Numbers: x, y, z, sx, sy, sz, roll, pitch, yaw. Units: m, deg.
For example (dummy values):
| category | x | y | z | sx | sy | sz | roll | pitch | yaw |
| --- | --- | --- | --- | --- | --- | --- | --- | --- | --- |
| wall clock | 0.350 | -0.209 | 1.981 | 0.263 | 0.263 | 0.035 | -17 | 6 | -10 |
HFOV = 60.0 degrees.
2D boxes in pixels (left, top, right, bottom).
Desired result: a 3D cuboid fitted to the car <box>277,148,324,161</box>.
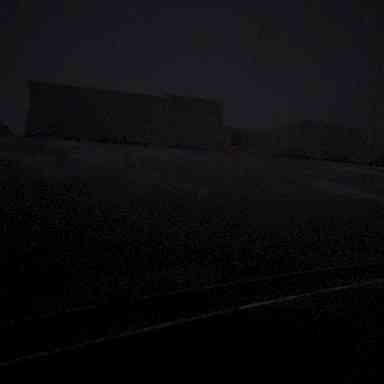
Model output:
| category | x | y | z | sx | sy | sz | roll | pitch | yaw |
| --- | --- | --- | --- | --- | --- | --- | --- | --- | --- |
| car | 10.291 | -3.448 | 33.323 | 4.553 | 1.767 | 2.185 | 3 | -1 | -18 |

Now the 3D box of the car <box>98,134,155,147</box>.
| category | x | y | z | sx | sy | sz | roll | pitch | yaw |
| --- | --- | --- | --- | --- | --- | --- | --- | --- | --- |
| car | -5.572 | -4.064 | 28.407 | 4.892 | 1.521 | 2.231 | 2 | -1 | -15 |

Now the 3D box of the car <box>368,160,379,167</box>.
| category | x | y | z | sx | sy | sz | roll | pitch | yaw |
| --- | --- | --- | --- | --- | --- | --- | --- | --- | --- |
| car | 20.820 | -2.772 | 37.222 | 4.674 | 1.452 | 2.002 | 3 | -1 | -21 |

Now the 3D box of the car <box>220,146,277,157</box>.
| category | x | y | z | sx | sy | sz | roll | pitch | yaw |
| --- | --- | --- | --- | --- | --- | --- | --- | --- | --- |
| car | 5.051 | -3.572 | 31.574 | 5.008 | 1.535 | 2.097 | 3 | -1 | -17 |

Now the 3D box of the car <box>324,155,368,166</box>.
| category | x | y | z | sx | sy | sz | roll | pitch | yaw |
| --- | --- | --- | --- | --- | --- | --- | --- | --- | --- |
| car | 15.669 | -3.034 | 35.256 | 4.792 | 1.488 | 2.163 | 3 | -1 | -20 |

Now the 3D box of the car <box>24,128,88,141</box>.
| category | x | y | z | sx | sy | sz | roll | pitch | yaw |
| --- | --- | --- | --- | --- | --- | --- | --- | --- | --- |
| car | -10.902 | -4.286 | 26.988 | 4.892 | 1.521 | 2.231 | 2 | -1 | -15 |

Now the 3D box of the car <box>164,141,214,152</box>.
| category | x | y | z | sx | sy | sz | roll | pitch | yaw |
| --- | --- | --- | --- | --- | --- | --- | --- | --- | --- |
| car | -0.245 | -3.781 | 29.933 | 4.674 | 1.452 | 2.002 | 3 | -1 | -16 |
